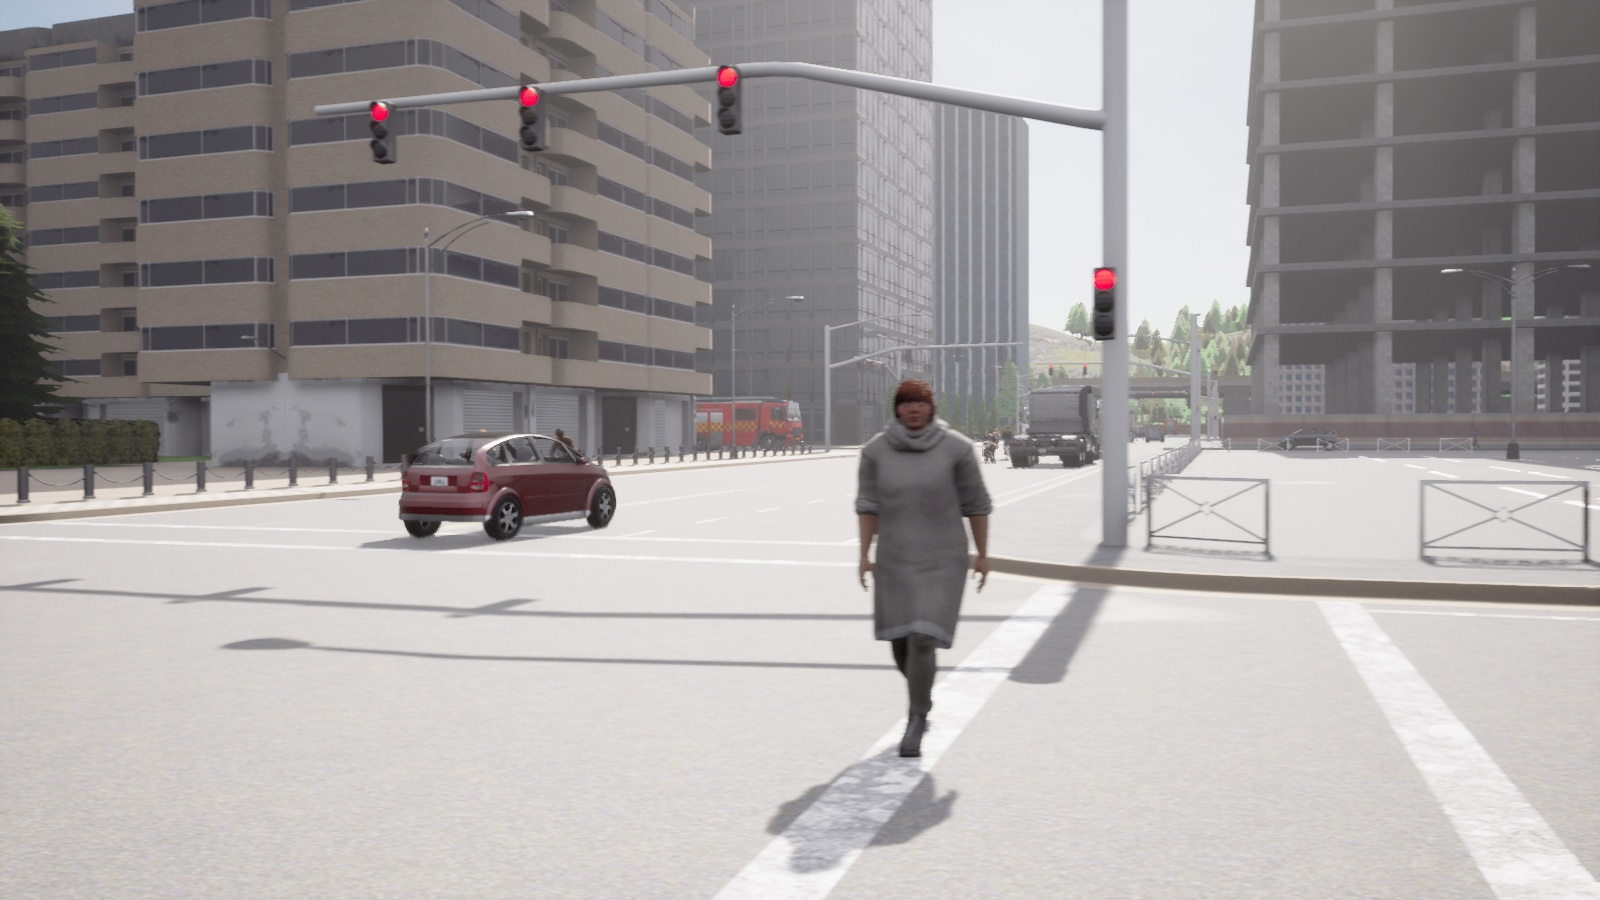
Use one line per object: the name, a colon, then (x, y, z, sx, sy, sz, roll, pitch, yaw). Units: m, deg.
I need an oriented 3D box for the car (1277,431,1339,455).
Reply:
car: (33.400, -0.456, 82.646, 3.705, 1.549, 1.789, 1, 1, 18)

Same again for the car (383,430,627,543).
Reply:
car: (-4.424, 0.477, 19.372, 1.789, 1.549, 3.705, 1, 1, 24)

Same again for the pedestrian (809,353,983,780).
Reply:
pedestrian: (0.498, 0.526, 6.244, 0.659, 1.952, 0.873, 1, 1, 18)

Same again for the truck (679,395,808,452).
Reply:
truck: (-3.915, -1.813, 87.239, 8.468, 3.827, 2.891, 1, 1, 19)

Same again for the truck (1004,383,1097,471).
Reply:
truck: (10.781, -0.977, 53.526, 2.891, 3.462, 7.936, 1, 1, 18)

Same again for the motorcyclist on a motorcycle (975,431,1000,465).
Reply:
motorcyclist on a motorcycle: (8.775, -0.102, 58.590, 0.797, 1.523, 2.044, 1, 1, 18)
